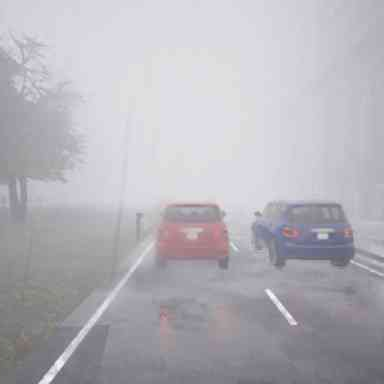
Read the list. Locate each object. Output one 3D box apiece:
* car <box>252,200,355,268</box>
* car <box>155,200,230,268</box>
[{"bbox_3d":[3.532,1.271,11.591,2.150,2.045,5.566,0,0,1],"label":"car"},{"bbox_3d":[0.033,1.271,11.588,2.150,2.045,5.566,0,0,0],"label":"car"}]
